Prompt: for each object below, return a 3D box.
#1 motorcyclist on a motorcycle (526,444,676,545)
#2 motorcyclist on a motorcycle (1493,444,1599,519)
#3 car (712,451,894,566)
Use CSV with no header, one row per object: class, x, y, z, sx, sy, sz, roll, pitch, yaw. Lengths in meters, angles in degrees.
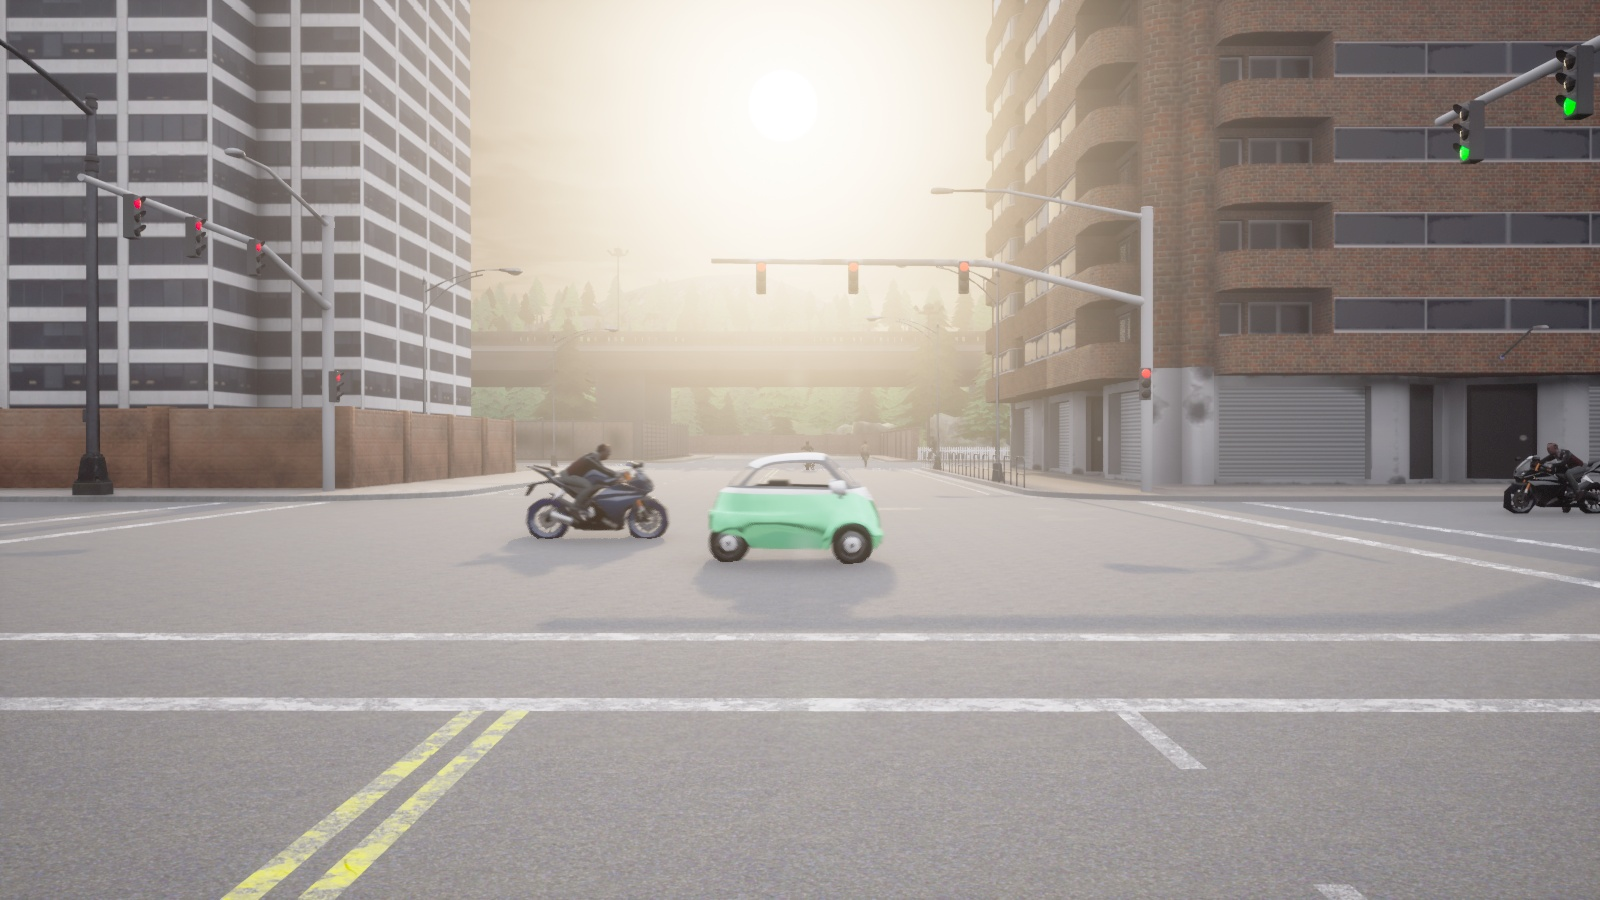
motorcyclist on a motorcycle,-3.066,0.669,19.537,2.191,1.530,0.866,0,0,1
motorcyclist on a motorcycle,15.862,0.646,26.328,2.191,1.530,0.866,0,0,1
car,0.039,0.711,16.003,2.207,1.376,1.481,0,0,1
